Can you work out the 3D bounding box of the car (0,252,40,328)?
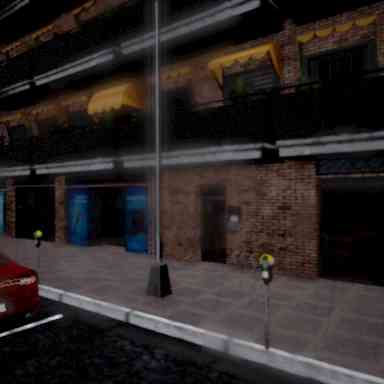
[{"bbox_3d":[-4.671,1.621,6.204,4.507,1.381,1.887,-1,0,35],"label":"car"}]
